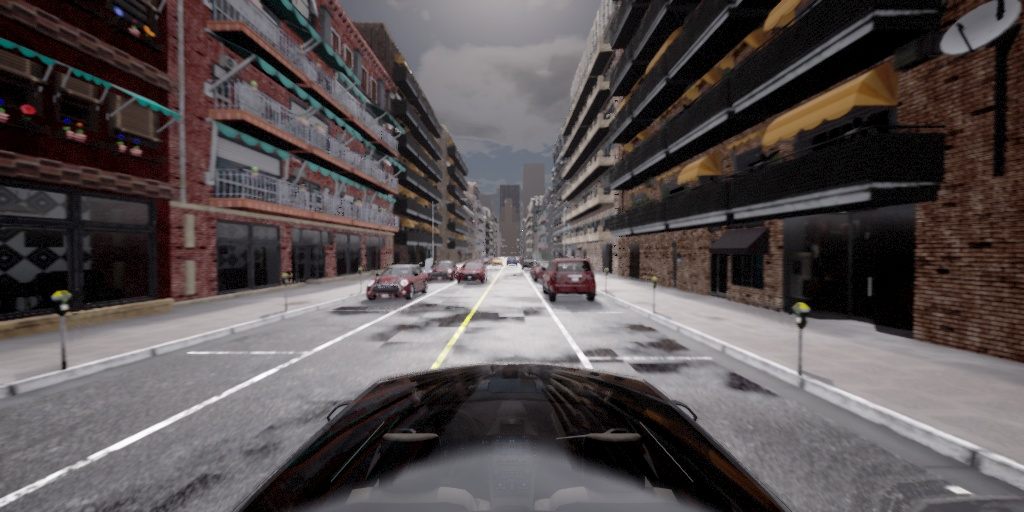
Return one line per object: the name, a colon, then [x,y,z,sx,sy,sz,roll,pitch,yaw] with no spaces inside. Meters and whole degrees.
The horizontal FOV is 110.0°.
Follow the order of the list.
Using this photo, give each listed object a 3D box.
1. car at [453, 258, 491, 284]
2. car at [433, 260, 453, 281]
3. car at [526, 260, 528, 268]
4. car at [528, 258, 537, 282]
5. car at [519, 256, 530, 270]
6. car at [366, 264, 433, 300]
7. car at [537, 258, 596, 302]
car: [-2.846,1.155,26.496,1.882,1.535,5.008,0,0,0]
car: [-5.315,1.112,28.342,1.967,1.591,4.097,0,0,0]
car: [2.565,1.239,33.798,1.802,1.307,4.207,0,0,0]
car: [2.570,1.113,28.134,1.967,1.591,4.097,0,0,0]
car: [2.231,1.118,49.448,1.837,1.490,4.892,0,0,0]
car: [-5.316,1.144,17.039,1.967,1.591,4.097,0,0,0]
car: [2.554,1.020,16.805,2.192,1.841,5.009,0,0,0]
